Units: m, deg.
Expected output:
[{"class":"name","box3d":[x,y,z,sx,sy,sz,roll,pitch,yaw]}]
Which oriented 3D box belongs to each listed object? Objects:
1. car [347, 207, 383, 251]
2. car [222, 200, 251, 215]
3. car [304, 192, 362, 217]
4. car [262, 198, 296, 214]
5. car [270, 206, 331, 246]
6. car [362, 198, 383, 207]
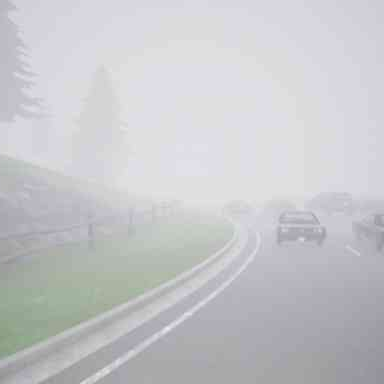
[{"class":"car","box3d":[7.902,1.500,13.367,1.895,1.301,4.718,0,0,13]},{"class":"car","box3d":[4.288,1.443,32.506,1.994,1.385,4.181,0,0,-9]},{"class":"car","box3d":[11.904,1.046,29.058,2.150,2.045,5.566,0,0,-7]},{"class":"car","box3d":[8.057,1.356,31.027,1.837,1.490,4.892,0,0,-8]},{"class":"car","box3d":[4.676,1.523,15.000,1.895,1.301,4.718,0,0,12]},{"class":"car","box3d":[15.595,1.299,29.025,1.837,1.490,4.892,0,0,-7]}]
